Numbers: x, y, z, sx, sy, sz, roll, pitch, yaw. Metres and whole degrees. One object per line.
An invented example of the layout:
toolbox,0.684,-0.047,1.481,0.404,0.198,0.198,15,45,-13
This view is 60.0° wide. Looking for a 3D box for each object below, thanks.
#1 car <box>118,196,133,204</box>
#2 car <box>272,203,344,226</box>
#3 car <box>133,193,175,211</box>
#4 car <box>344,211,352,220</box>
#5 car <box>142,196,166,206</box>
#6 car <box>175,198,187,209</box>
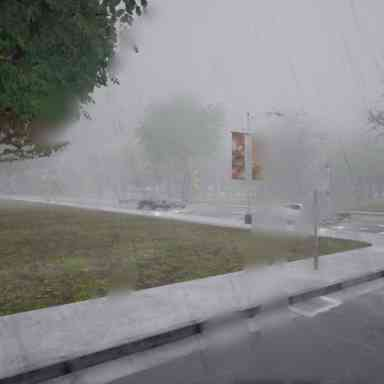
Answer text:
car,-12.311,1.485,63.028,1.812,1.442,4.674,0,0,-35
car,7.740,1.517,23.325,1.812,1.442,4.674,0,0,-36
car,-4.759,1.195,40.907,2.150,2.045,5.566,0,0,-35
car,9.648,1.532,26.281,2.033,1.411,5.357,0,0,-35
car,-6.318,1.488,54.616,1.812,1.442,4.674,0,0,-36
car,-2.596,1.475,43.480,1.837,1.490,4.892,0,0,-35
